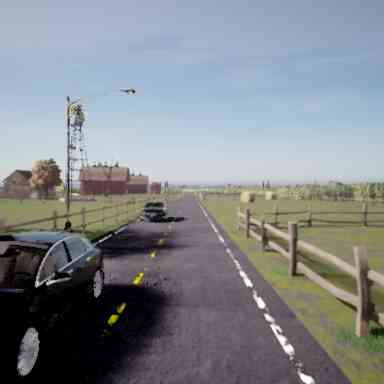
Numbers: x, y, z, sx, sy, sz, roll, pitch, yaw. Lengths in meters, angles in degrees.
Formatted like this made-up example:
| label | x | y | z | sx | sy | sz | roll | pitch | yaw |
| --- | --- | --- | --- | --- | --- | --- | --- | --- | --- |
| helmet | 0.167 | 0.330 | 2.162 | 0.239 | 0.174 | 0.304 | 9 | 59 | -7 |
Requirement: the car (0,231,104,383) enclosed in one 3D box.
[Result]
| label | x | y | z | sx | sy | sz | roll | pitch | yaw |
| --- | --- | --- | --- | --- | --- | --- | --- | --- | --- |
| car | -2.828 | 1.491 | 5.416 | 1.837 | 1.490 | 4.892 | 0 | 0 | 0 |

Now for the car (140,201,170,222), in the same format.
| label | x | y | z | sx | sy | sz | roll | pitch | yaw |
| --- | --- | --- | --- | --- | --- | --- | --- | --- | --- |
| car | -2.779 | 1.444 | 25.550 | 1.837 | 1.490 | 4.892 | 0 | 0 | 1 |
